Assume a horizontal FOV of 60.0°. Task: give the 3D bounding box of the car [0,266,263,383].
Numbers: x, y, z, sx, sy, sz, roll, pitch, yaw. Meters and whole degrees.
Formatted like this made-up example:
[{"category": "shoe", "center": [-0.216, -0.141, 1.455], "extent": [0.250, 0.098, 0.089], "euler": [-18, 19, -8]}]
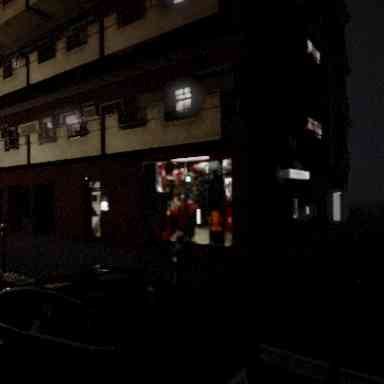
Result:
[{"category": "car", "center": [-1.334, 1.566, 3.844], "extent": [4.313, 1.339, 1.947], "euler": [0, -1, 36]}]
